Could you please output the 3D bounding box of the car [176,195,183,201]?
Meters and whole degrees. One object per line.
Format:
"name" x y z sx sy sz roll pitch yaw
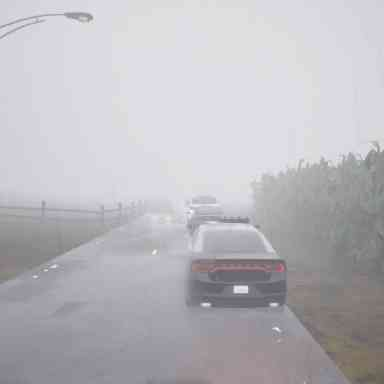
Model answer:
"car" -2.844 1.410 80.628 2.097 1.767 4.553 0 0 0

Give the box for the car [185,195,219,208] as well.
"car" 0.794 1.197 24.050 2.150 2.045 5.566 0 0 0

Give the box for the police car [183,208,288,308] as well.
"police car" 0.814 1.420 8.131 1.930 1.638 5.238 0 0 0

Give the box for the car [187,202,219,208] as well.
"car" 0.803 1.490 18.021 1.837 1.490 4.892 0 0 0

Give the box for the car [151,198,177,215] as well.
"car" -2.890 1.521 33.078 1.994 1.385 4.181 0 0 0

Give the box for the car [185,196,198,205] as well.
"car" -0.070 1.452 59.821 2.128 1.511 4.902 0 0 0

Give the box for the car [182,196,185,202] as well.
"car" -0.014 1.419 46.376 1.882 1.535 5.008 0 0 1
